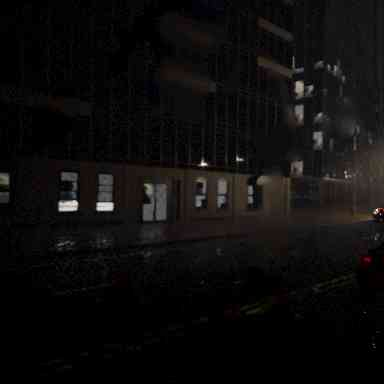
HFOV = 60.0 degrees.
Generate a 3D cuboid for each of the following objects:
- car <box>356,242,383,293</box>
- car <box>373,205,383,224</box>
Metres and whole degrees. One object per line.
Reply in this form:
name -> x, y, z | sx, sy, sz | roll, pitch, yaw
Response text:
car -> 5.703, 1.590, 7.850 | 4.181, 1.385, 1.994 | 0, 0, -38
car -> 15.118, 1.416, 24.541 | 4.553, 1.767, 2.097 | 0, 0, -43
